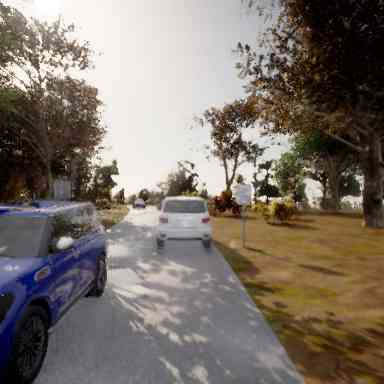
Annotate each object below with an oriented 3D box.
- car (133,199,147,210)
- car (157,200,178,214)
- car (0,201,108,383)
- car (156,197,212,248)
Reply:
[{"bbox_3d":[-7.645,1.765,48.217,1.812,1.442,4.674,1,-1,-11],"label":"car"},{"bbox_3d":[-2.889,1.686,38.112,2.033,1.411,5.357,1,-1,-8],"label":"car"},{"bbox_3d":[-2.963,1.214,5.613,2.150,2.045,5.566,0,0,-2],"label":"car"},{"bbox_3d":[-0.419,1.223,14.922,2.150,2.045,5.566,0,0,-3],"label":"car"}]
